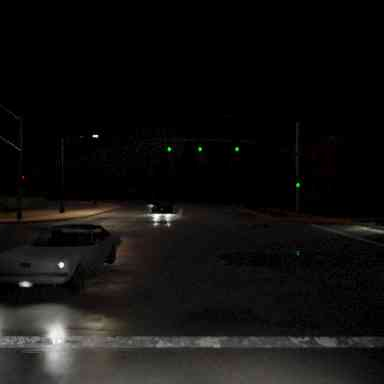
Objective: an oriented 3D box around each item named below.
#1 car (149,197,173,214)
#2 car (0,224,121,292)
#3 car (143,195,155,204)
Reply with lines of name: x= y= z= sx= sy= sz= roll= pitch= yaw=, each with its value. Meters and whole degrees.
car: x=-3.038 y=1.551 z=34.969 sx=1.994 sy=1.385 sz=4.181 roll=0 pitch=0 yaw=-1
car: x=-3.390 y=1.597 z=9.063 sx=1.895 sy=1.301 sz=4.718 roll=0 pitch=0 yaw=1
car: x=-7.335 y=1.402 z=59.618 sx=1.837 sy=1.490 sz=4.892 roll=1 pitch=0 yaw=-29
